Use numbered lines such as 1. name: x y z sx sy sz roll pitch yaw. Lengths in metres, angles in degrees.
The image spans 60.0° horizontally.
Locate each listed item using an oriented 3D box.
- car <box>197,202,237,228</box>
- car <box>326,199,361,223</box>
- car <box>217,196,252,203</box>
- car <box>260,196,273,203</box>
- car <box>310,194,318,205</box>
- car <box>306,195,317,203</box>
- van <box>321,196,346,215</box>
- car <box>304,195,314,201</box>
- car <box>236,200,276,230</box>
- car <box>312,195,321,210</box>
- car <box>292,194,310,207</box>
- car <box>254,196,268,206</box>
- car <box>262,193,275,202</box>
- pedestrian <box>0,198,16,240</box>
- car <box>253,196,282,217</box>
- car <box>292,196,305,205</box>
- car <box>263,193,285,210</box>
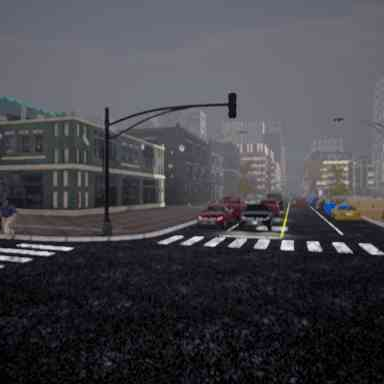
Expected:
1. car: 1.596 1.531 21.551 1.802 1.307 4.206 0 0 17
2. car: 11.271 1.466 24.612 1.752 1.417 4.829 0 0 17
3. car: 3.199 1.252 26.865 2.192 1.841 5.009 0 0 17
4. car: 14.415 1.401 64.069 2.008 1.369 4.403 0 0 17
5. car: 19.235 1.445 51.023 1.947 1.339 4.313 0 0 17
6. car: 24.091 1.367 67.129 1.752 1.417 4.829 0 0 17
7. van: 12.826 1.270 29.763 1.690 1.788 3.998 0 0 17
8. car: 27.246 1.384 77.597 1.947 1.339 4.313 0 0 17
9. car: 4.163 1.476 21.079 1.812 1.442 4.674 0 0 15
10. car: 16.029 1.454 40.394 2.008 1.369 4.403 0 0 17
11. car: 16.102 1.447 49.618 1.994 1.385 4.181 0 0 17
12. car: 11.161 1.400 53.277 1.752 1.417 4.829 0 0 17
13. car: 16.018 1.153 69.383 2.192 1.841 5.009 0 0 17
14. pedestrian: -7.937 1.148 14.314 0.375 1.860 0.375 0 -1 16
15. car: 7.055 1.405 30.688 1.882 1.535 5.008 0 0 17
16. car: 18.883 1.408 59.185 2.033 1.411 5.357 0 0 17
17. car: 10.111 1.125 40.729 2.150 2.045 5.566 0 0 18
